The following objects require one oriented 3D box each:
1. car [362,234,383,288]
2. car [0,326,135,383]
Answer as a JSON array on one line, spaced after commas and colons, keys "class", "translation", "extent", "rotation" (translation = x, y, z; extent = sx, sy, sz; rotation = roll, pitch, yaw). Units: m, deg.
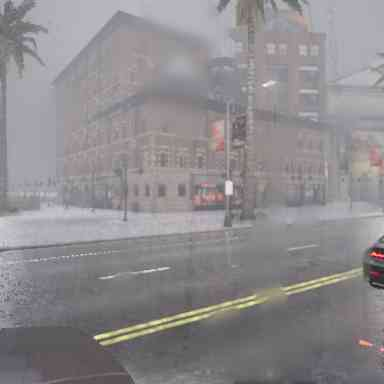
[{"class": "car", "translation": [5.986, 1.499, 7.962], "extent": [4.892, 1.490, 1.837], "rotation": [0, 0, -35]}, {"class": "car", "translation": [-2.887, 1.548, 1.652], "extent": [5.357, 1.411, 2.033], "rotation": [0, 0, -36]}]
